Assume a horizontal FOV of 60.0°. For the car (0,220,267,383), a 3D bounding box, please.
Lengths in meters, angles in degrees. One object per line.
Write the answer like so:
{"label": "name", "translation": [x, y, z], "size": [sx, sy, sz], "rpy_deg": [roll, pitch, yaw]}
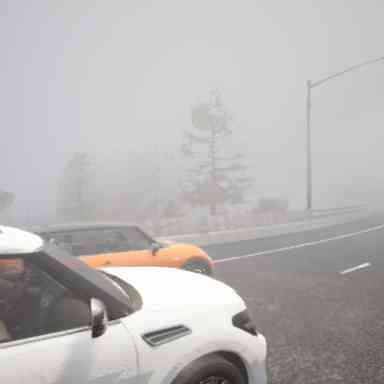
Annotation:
{"label": "car", "translation": [-1.907, 1.243, 2.506], "size": [5.566, 2.045, 2.150], "rpy_deg": [0, 0, -36]}

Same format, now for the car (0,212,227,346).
{"label": "car", "translation": [-1.664, 1.411, 7.084], "size": [4.553, 1.767, 2.097], "rpy_deg": [0, -1, -37]}
